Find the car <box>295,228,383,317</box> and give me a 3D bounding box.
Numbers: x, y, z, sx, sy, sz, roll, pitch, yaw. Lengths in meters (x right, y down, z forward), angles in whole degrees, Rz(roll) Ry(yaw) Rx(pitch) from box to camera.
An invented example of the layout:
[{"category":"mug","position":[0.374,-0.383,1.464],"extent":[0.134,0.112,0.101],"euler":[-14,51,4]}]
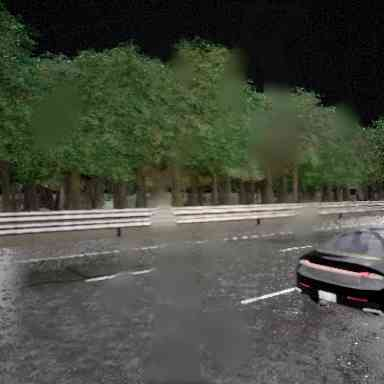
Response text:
[{"category":"car","position":[4.192,1.495,6.859],"extent":[4.902,1.511,2.128],"euler":[0,0,-36]}]
